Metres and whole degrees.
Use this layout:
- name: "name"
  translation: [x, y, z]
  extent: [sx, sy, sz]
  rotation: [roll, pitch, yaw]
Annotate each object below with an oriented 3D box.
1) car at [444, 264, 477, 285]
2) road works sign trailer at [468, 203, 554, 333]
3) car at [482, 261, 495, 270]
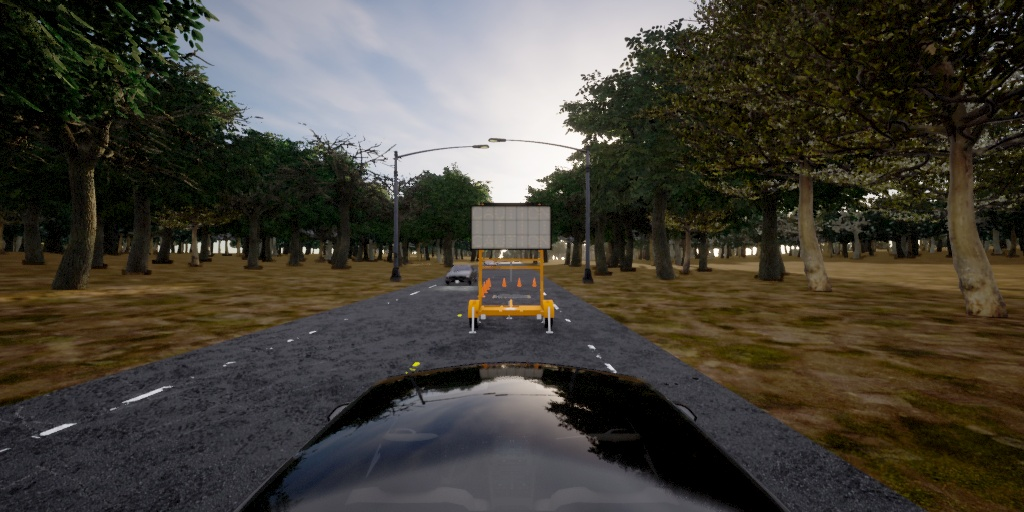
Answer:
- name: "car"
  translation: [-3.633, 1.328, 26.431]
  extent: [2.033, 1.411, 5.357]
  rotation: [0, 0, 0]
- name: "road works sign trailer"
  translation: [-0.027, 0.223, 10.723]
  extent: [2.380, 3.560, 2.880]
  rotation: [0, 0, 0]
- name: "car"
  translation: [-3.571, 1.353, 55.803]
  extent: [1.812, 1.442, 4.674]
  rotation: [0, 0, 0]
